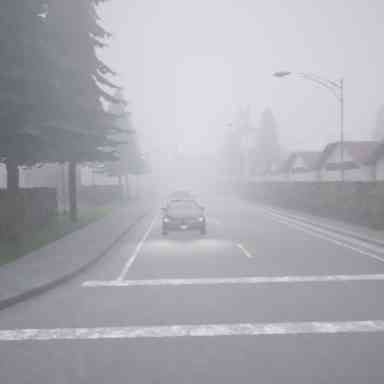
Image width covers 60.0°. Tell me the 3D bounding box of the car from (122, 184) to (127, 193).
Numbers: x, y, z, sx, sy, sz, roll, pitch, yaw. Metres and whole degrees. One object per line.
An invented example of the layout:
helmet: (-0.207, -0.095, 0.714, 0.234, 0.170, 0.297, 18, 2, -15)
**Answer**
car: (-16.045, -0.706, 70.476, 3.866, 1.878, 1.905, -1, 2, -3)

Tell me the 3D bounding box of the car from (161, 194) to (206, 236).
car: (-0.404, 1.063, 15.643, 1.812, 1.442, 4.674, -1, 2, -2)

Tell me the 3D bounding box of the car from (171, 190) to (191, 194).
car: (-0.803, 0.631, 24.595, 2.097, 1.767, 4.553, -1, 2, -2)

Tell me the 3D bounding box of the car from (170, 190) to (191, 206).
car: (-1.211, 0.552, 34.616, 1.994, 1.385, 4.181, -1, 2, -2)
